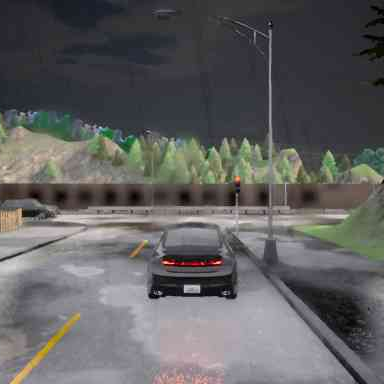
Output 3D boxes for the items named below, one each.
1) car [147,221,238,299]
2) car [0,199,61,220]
[{"bbox_3d":[0.025,1.505,8.429,1.837,1.490,4.892,0,0,1],"label":"car"},{"bbox_3d":[-13.144,1.352,27.101,4.553,1.767,2.097,0,0,0],"label":"car"}]
